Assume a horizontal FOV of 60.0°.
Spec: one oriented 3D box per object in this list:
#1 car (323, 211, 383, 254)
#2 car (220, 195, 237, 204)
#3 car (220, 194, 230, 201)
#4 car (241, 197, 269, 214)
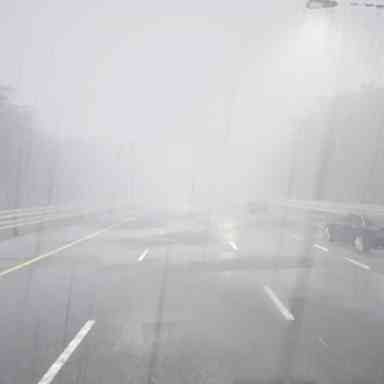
[{"bbox_3d":[7.009,1.528,13.535,1.837,1.490,4.892,0,0,0],"label":"car"},{"bbox_3d":[7.053,1.451,66.311,2.097,1.767,4.553,0,0,0],"label":"car"},{"bbox_3d":[8.923,1.489,90.184,2.097,1.767,4.553,0,0,15],"label":"car"},{"bbox_3d":[7.027,1.604,36.240,2.033,1.411,5.357,0,0,0],"label":"car"}]
